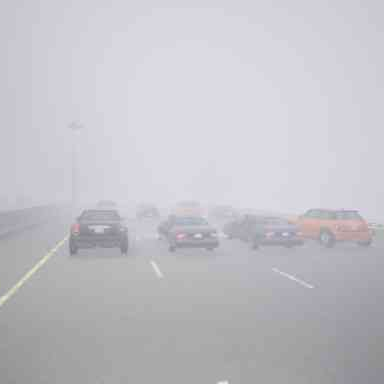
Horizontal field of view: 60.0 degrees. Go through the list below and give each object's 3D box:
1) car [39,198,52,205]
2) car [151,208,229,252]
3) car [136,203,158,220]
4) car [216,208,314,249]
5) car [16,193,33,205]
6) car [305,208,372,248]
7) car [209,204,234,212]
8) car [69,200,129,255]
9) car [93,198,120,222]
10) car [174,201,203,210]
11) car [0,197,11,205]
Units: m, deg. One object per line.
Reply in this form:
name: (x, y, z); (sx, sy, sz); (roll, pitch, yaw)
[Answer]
car: (-27.009, 1.702, 61.487); (1.895, 1.301, 4.718); (1, 0, -19)
car: (-0.352, 1.651, 14.561); (2.033, 1.411, 5.357); (1, 0, -13)
car: (-3.929, 1.693, 29.554); (1.812, 1.442, 4.674); (1, 0, -13)
car: (3.051, 1.701, 15.374); (2.033, 1.411, 5.357); (1, 0, -13)
car: (-30.333, 1.271, 60.367); (2.150, 2.045, 5.566); (1, 0, -19)
car: (6.438, 1.555, 16.281); (2.097, 1.767, 4.553); (1, -1, -13)
car: (2.896, 1.833, 31.101); (1.994, 1.385, 4.181); (1, 0, -13)
car: (-3.774, 1.404, 13.842); (2.097, 1.767, 4.553); (1, -1, -13)
car: (-7.260, 1.466, 28.430); (2.097, 1.767, 4.553); (1, -1, -13)
car: (-0.452, 1.567, 30.057); (2.097, 1.767, 4.553); (1, -1, -13)
car: (-33.528, 1.596, 58.931); (1.895, 1.301, 4.718); (1, 0, -19)
